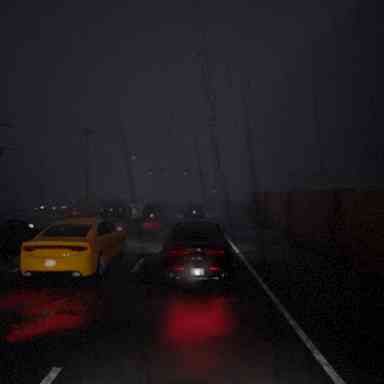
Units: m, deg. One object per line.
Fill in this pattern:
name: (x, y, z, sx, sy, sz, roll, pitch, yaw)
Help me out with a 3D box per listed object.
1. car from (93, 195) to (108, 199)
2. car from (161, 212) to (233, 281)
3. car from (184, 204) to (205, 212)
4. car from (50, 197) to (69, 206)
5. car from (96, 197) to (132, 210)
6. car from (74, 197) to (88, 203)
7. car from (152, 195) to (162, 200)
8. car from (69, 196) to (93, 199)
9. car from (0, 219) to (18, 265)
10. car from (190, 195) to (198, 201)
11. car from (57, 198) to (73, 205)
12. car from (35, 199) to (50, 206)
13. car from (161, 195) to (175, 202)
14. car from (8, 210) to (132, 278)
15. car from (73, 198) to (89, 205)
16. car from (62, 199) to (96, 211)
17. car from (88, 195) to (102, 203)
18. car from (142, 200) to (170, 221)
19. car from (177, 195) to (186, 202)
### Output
car: (-20.662, 1.646, 72.377, 2.150, 2.045, 5.566, 0, 0, 1)
car: (0.132, 1.577, 10.047, 1.837, 1.490, 4.892, 0, 0, 0)
car: (0.210, 1.784, 31.272, 1.994, 1.385, 4.181, 0, 0, 0)
car: (-24.271, 1.747, 62.523, 2.097, 1.767, 4.553, 0, 0, 0)
car: (-6.795, 1.565, 30.116, 2.097, 1.767, 4.553, 0, 0, 0)
car: (-27.545, 1.987, 82.677, 1.895, 1.301, 4.718, 0, 0, 1)
car: (-9.945, 1.809, 91.326, 1.882, 1.535, 5.008, 0, 0, 1)
car: (-20.771, 1.747, 62.494, 2.097, 1.767, 4.553, 0, 0, 0)
car: (-6.861, 1.649, 12.014, 1.994, 1.385, 4.181, 0, 0, 0)
car: (0.559, 1.885, 91.618, 1.994, 1.385, 4.181, 0, 0, 1)
car: (-27.660, 1.972, 72.586, 1.994, 1.385, 4.181, 0, 0, 1)
car: (-27.771, 1.959, 62.522, 1.994, 1.385, 4.181, 0, 0, 0)
car: (-6.445, 1.856, 91.281, 2.128, 1.511, 4.902, 0, 0, 1)
car: (-3.366, 1.551, 10.401, 1.882, 1.535, 5.008, 0, 0, 0)
car: (-24.162, 1.973, 72.381, 1.994, 1.385, 4.181, 0, 0, 1)
car: (-10.289, 1.702, 31.723, 1.882, 1.535, 5.008, 0, 0, 0)
car: (-24.047, 1.749, 82.447, 2.097, 1.767, 4.553, 0, 0, 1)
car: (-3.296, 1.716, 29.895, 1.837, 1.490, 4.892, 0, 0, 0)
car: (-2.941, 1.688, 91.627, 2.097, 1.767, 4.553, 0, 0, 1)
